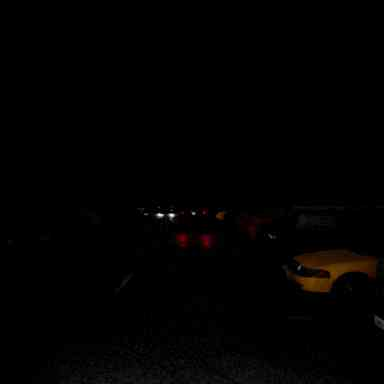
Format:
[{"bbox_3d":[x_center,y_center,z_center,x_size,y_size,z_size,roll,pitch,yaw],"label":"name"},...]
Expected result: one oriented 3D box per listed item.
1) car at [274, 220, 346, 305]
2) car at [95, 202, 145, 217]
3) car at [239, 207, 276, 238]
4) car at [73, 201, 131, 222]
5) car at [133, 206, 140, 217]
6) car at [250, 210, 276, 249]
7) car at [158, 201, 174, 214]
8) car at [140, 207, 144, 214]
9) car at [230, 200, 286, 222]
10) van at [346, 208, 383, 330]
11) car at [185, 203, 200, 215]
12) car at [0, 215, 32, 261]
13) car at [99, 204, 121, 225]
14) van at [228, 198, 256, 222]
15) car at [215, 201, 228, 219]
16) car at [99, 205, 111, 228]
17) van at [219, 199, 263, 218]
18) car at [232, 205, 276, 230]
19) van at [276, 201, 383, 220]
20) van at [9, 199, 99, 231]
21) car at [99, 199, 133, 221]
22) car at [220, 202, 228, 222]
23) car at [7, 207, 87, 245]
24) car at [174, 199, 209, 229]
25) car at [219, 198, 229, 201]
[{"bbox_3d":[4.855,1.561,7.566,5.366,1.575,1.946,0,-1,0],"label":"car"},{"bbox_3d":[-8.225,1.999,38.256,5.366,1.575,1.946,0,-1,0],"label":"car"},{"bbox_3d":[5.035,1.669,15.877,5.008,1.535,2.097,0,-1,0],"label":"car"},{"bbox_3d":[-8.009,1.725,29.941,4.553,1.767,2.185,0,-1,0],"label":"car"},{"bbox_3d":[-8.034,1.893,32.716,5.008,1.535,2.097,0,-1,0],"label":"car"},{"bbox_3d":[5.034,1.635,13.107,4.892,1.521,2.231,0,-1,0],"label":"car"},{"bbox_3d":[-3.542,2.090,46.188,2.097,1.767,4.553,0,-2,0],"label":"car"},{"bbox_3d":[-8.034,1.945,35.487,4.892,1.521,2.231,0,-1,0],"label":"car"},{"bbox_3d":[5.008,1.614,21.420,4.553,1.767,2.185,0,-1,0],"label":"car"},{"bbox_3d":[4.923,1.303,4.801,4.442,1.987,1.878,0,-1,0],"label":"van"},{"bbox_3d":[0.100,2.148,42.991,1.837,1.490,4.892,0,-2,0],"label":"car"},{"bbox_3d":[-8.070,1.630,10.513,4.792,1.488,2.163,0,-1,0],"label":"car"},{"bbox_3d":[-8.011,1.807,24.391,4.792,1.488,2.163,0,-1,0],"label":"car"},{"bbox_3d":[5.157,1.549,24.190,4.442,1.987,1.878,0,-1,0],"label":"van"},{"bbox_3d":[4.855,1.844,29.725,5.366,1.575,1.946,0,-1,0],"label":"car"},{"bbox_3d":[-8.038,1.782,21.616,4.674,1.452,2.002,0,-1,0],"label":"car"},{"bbox_3d":[5.157,1.716,35.388,4.442,1.987,1.878,0,-1,0],"label":"van"},{"bbox_3d":[5.035,1.706,18.773,5.008,1.535,2.097,0,-1,0],"label":"car"},{"bbox_3d":[5.157,1.373,10.340,4.442,1.987,1.878,0,-1,0],"label":"van"},{"bbox_3d":[-7.923,1.481,18.843,4.442,1.987,1.878,0,-1,0],"label":"van"},{"bbox_3d":[-8.068,1.561,27.171,5.566,2.045,2.435,0,-1,0],"label":"car"},{"bbox_3d":[5.033,1.811,26.958,4.892,1.521,2.231,0,-1,0],"label":"car"},{"bbox_3d":[-8.035,1.671,16.064,5.008,1.535,2.097,0,-1,0],"label":"car"},{"bbox_3d":[0.098,1.520,24.338,2.150,2.045,5.566,0,-1,0],"label":"car"},{"bbox_3d":[5.068,1.637,32.497,5.566,2.045,2.435,0,-1,0],"label":"car"}]
